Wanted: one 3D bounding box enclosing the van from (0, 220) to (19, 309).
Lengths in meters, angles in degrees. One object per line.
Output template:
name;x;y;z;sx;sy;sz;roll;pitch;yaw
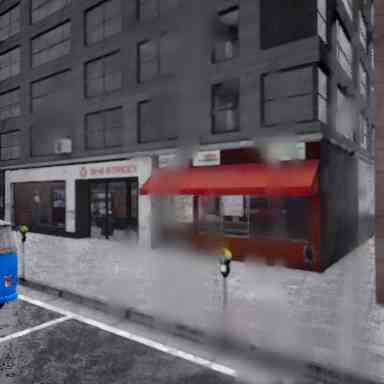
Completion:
van;-5.031;1.324;6.459;3.998;1.788;1.690;0;0;36
